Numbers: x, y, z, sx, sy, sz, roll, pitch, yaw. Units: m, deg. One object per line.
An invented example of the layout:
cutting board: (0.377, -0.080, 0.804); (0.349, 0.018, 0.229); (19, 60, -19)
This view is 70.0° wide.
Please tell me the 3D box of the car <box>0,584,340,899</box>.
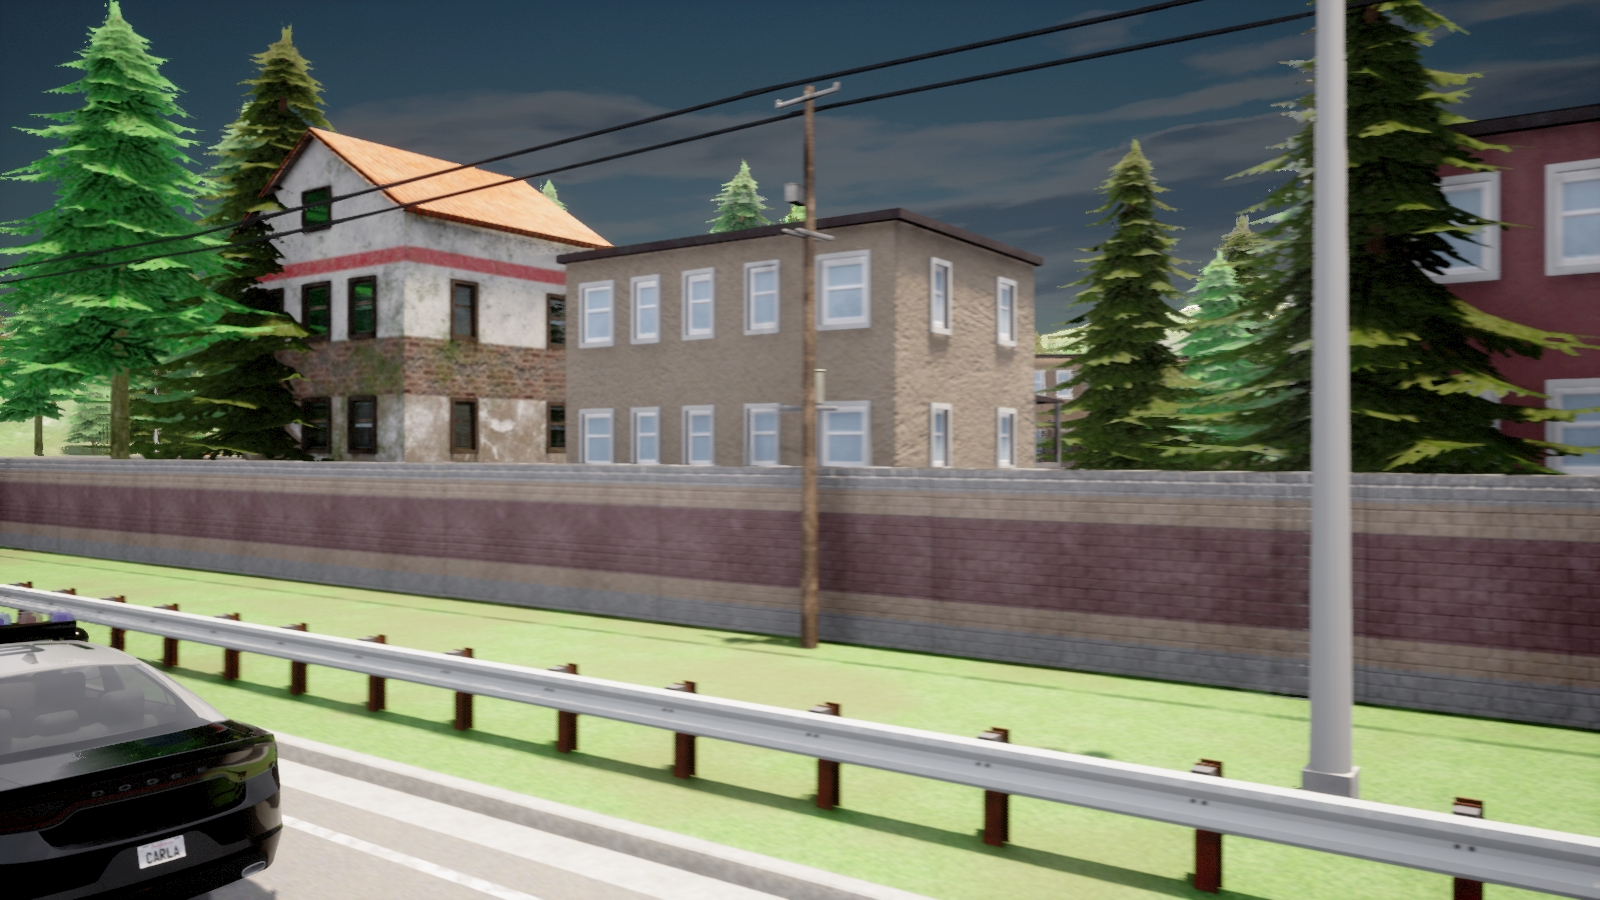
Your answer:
car: (-5.589, 1.982, 7.697); (5.238, 1.638, 2.097); (0, 0, 35)
